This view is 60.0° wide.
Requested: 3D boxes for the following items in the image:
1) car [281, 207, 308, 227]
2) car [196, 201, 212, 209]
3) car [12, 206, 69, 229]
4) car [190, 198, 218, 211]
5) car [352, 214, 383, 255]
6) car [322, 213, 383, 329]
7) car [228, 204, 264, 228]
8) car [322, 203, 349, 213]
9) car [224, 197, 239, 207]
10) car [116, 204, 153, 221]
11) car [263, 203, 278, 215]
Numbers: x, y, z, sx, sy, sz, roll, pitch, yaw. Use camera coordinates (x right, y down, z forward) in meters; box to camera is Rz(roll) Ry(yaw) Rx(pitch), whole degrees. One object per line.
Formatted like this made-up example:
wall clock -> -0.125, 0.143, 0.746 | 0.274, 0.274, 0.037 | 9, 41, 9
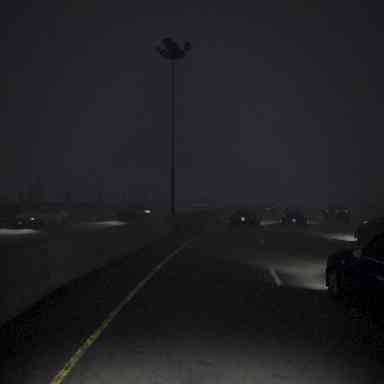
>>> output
car -> 7.964, 1.864, 25.892 | 1.812, 1.442, 4.674 | 0, -1, 17
car -> 2.316, 2.448, 63.355 | 1.994, 1.385, 4.181 | 0, -1, 20
car -> -10.847, 1.789, 24.298 | 1.812, 1.442, 4.674 | 0, -1, 14
car -> 1.594, 1.748, 40.468 | 2.150, 2.045, 5.566 | 0, -1, 20
car -> 8.699, 1.760, 14.579 | 1.994, 1.385, 4.181 | 0, -1, 10
car -> 3.986, 1.431, 5.690 | 2.097, 1.767, 4.553 | 0, -1, 3
car -> 4.116, 1.883, 25.186 | 1.994, 1.385, 4.181 | 0, -1, 16
car -> 13.471, 1.782, 31.342 | 2.097, 1.767, 4.553 | 0, -1, 19
car -> 8.318, 2.168, 69.760 | 2.150, 2.045, 5.566 | 0, -1, 19
car -> -5.276, 1.880, 31.240 | 1.837, 1.490, 4.892 | 0, -1, 18
car -> 9.693, 2.074, 41.778 | 2.163, 1.488, 4.792 | 0, -1, 19
